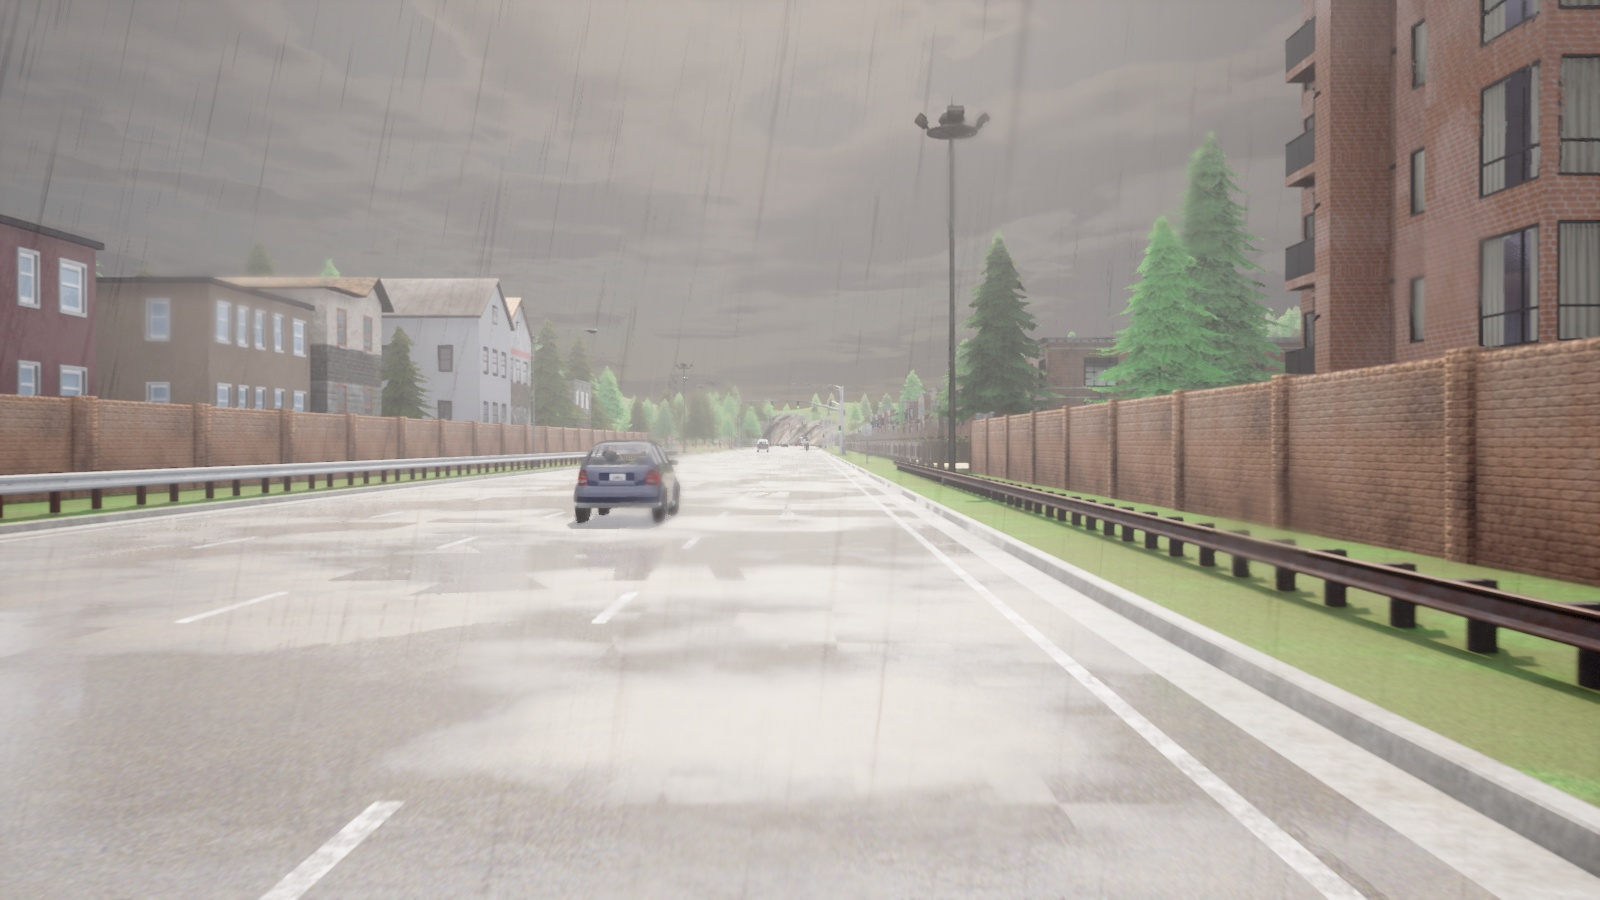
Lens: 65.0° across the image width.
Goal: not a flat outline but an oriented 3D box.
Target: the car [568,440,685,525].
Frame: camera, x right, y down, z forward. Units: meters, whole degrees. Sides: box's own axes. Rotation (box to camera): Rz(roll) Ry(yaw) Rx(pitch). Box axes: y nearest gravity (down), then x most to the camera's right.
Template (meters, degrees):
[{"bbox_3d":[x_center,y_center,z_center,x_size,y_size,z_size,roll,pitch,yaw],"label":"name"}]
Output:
[{"bbox_3d":[-3.344,0.582,24.856,1.789,1.549,3.705,0,0,0],"label":"car"}]
